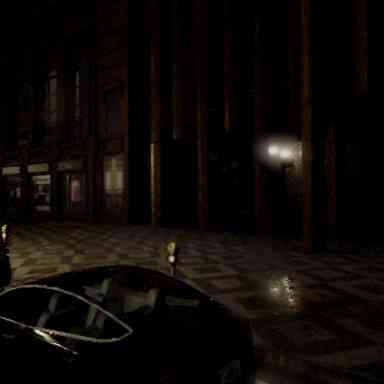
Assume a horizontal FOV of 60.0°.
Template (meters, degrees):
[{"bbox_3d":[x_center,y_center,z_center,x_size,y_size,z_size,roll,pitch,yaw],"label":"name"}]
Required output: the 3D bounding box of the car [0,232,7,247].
[{"bbox_3d":[-5.952,1.380,7.327,5.009,1.841,2.192,-1,0,36],"label":"car"}]

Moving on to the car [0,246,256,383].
[{"bbox_3d":[-1.359,1.590,4.049,4.313,1.339,1.947,-1,0,36],"label":"car"}]
